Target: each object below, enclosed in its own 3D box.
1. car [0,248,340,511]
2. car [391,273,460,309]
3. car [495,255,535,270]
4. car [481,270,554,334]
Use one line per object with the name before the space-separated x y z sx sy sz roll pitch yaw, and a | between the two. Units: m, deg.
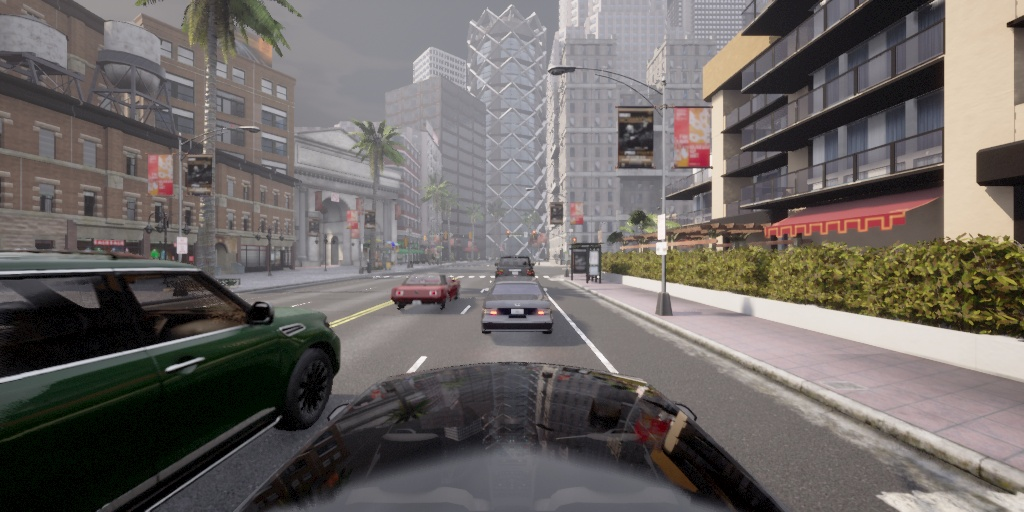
car | -3.349 0.972 2.423 2.150 2.045 5.566 0 0 0
car | -3.352 1.351 14.898 1.895 1.301 4.718 0 0 0
car | 0.166 0.971 20.830 2.150 2.045 5.566 0 0 0
car | 0.129 1.297 10.579 2.033 1.411 5.357 0 0 0
